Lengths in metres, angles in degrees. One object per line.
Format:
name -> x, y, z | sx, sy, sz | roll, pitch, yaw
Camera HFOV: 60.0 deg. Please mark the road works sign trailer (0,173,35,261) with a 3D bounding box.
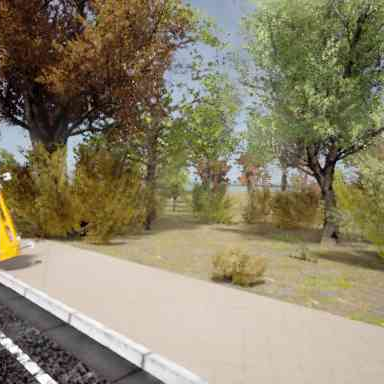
road works sign trailer -> -5.838, 0.865, 7.224 | 2.880, 2.380, 3.560 | -20, -1, -6
